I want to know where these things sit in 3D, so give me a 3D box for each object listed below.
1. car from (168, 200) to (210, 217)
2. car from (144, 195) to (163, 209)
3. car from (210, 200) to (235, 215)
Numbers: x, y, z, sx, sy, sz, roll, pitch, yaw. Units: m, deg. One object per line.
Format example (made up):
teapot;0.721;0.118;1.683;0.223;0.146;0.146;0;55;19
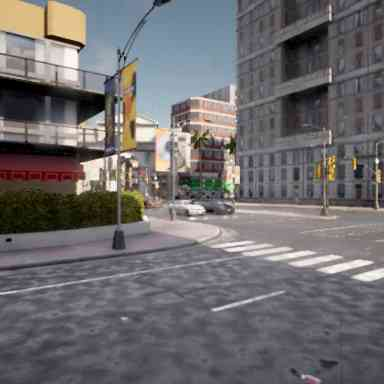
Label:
car;-0.623;1.523;32.117;1.812;1.442;4.674;0;0;-35
car;-5.897;1.346;45.799;2.097;1.767;4.553;0;0;-35
car;2.449;1.560;33.837;1.994;1.385;4.181;0;0;-35
